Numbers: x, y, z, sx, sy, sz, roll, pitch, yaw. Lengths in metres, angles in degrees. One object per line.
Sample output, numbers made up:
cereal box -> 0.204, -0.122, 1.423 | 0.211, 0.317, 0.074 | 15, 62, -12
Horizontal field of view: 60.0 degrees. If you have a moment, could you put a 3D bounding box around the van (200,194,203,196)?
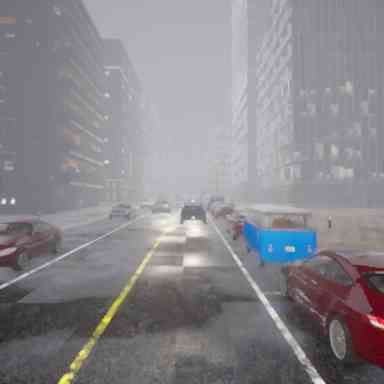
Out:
van -> 2.691, 1.323, 54.733 | 1.690, 1.788, 3.998 | 1, 0, 0

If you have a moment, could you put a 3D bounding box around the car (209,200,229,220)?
car -> 2.695, 1.573, 27.673 | 1.802, 1.307, 4.206 | 1, 0, 0

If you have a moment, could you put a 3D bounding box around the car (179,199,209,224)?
car -> 0.092, 1.496, 24.944 | 1.837, 1.490, 4.892 | 0, 0, 0

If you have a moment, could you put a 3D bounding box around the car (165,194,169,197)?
car -> -5.691, 1.293, 65.728 | 2.192, 1.841, 5.009 | 1, 0, 0

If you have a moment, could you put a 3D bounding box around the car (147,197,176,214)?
car -> -3.108, 1.535, 34.860 | 2.033, 1.411, 5.357 | 0, 0, 0

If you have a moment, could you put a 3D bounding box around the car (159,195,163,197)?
car -> -5.690, 1.509, 49.025 | 1.752, 1.417, 4.829 | 1, 0, 0

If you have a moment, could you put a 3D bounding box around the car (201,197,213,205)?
car -> 2.685, 1.562, 60.240 | 1.802, 1.307, 4.206 | 1, 0, 0

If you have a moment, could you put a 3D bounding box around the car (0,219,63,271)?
car -> -5.647, 1.578, 10.928 | 1.802, 1.307, 4.206 | 1, 0, 0

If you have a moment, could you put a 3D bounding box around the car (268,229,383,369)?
car -> 2.702, 1.580, 5.483 | 1.802, 1.307, 4.206 | 1, 0, 0

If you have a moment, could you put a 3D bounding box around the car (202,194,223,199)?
car -> 2.697, 1.302, 38.209 | 2.192, 1.841, 5.009 | 1, 0, 0

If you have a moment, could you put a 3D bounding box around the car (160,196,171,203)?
car -> -5.697, 1.521, 71.239 | 1.887, 1.381, 4.507 | 1, 0, 0

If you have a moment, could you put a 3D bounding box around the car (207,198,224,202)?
car -> 2.693, 1.571, 32.701 | 1.802, 1.307, 4.206 | 1, 0, 0

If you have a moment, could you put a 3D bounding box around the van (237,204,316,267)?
van -> 2.705, 1.338, 11.031 | 1.690, 1.788, 3.998 | 1, 0, 0

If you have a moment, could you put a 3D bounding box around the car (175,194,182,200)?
car -> -3.024, 1.253, 75.371 | 1.812, 1.442, 4.674 | 0, 0, 0

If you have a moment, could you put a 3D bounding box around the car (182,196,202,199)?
car -> 0.086, 1.533, 42.846 | 2.033, 1.411, 5.357 | 0, 0, 0

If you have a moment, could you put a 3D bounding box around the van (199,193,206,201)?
van -> 2.681, 1.313, 87.781 | 1.690, 1.788, 3.998 | 1, 0, 0

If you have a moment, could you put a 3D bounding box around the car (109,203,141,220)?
car -> -5.652, 1.573, 27.567 | 1.802, 1.307, 4.206 | 1, 0, 0

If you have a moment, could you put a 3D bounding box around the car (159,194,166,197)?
car -> -5.692, 1.507, 54.536 | 1.752, 1.417, 4.829 | 1, 0, 0

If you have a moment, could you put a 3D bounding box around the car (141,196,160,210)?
car -> -5.689, 1.511, 43.513 | 1.752, 1.417, 4.829 | 1, 0, 0

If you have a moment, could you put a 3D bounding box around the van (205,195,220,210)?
van -> 2.695, 1.326, 43.717 | 1.690, 1.788, 3.998 | 1, 0, 0

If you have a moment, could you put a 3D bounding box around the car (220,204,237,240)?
car -> 2.699, 1.539, 16.578 | 1.887, 1.381, 4.507 | 1, 0, 0
